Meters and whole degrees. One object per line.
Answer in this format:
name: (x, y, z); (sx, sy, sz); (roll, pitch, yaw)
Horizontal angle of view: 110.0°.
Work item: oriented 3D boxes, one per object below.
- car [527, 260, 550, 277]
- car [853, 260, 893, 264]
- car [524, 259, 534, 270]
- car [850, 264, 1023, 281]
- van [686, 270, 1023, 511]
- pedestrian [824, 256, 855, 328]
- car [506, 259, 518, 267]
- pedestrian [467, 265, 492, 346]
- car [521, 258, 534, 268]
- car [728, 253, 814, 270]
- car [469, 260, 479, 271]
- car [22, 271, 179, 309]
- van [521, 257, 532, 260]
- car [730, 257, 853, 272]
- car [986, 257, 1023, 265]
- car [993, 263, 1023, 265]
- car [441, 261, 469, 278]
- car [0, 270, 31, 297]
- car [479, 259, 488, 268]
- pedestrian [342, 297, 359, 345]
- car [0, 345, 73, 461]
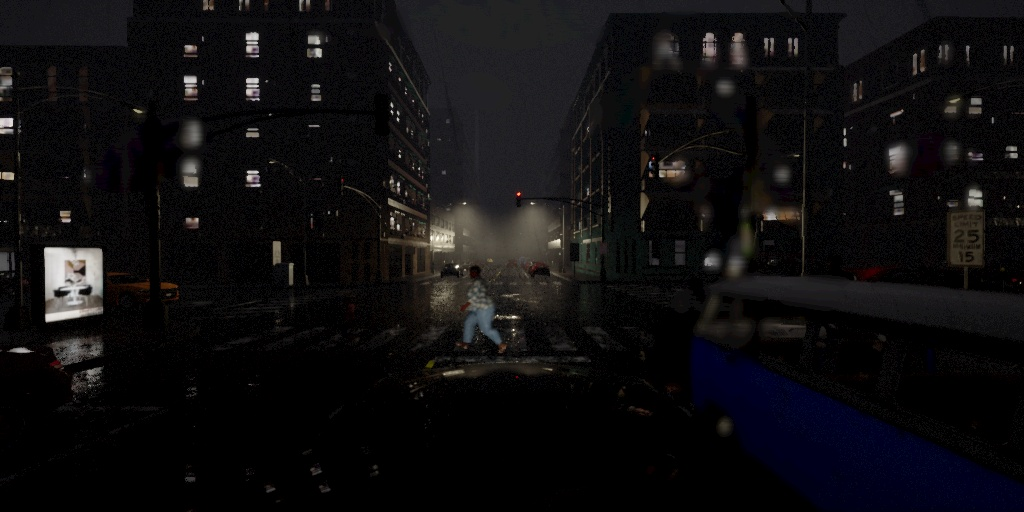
car: (2.694, 1.333, 34.600); (1.802, 1.307, 4.207); (0, 0, 0)
car: (21.346, 0.930, 21.797); (4.507, 1.381, 1.888); (0, 0, 0)
car: (2.695, 1.319, 40.123); (1.948, 1.339, 4.313); (0, 0, 0)
car: (15.795, 1.097, 13.377); (4.313, 1.339, 1.948); (0, 0, 0)
van: (2.689, 1.091, 2.206); (1.690, 1.789, 3.998); (0, 0, 0)
pedestrian: (6.043, 0.890, 6.731); (0.375, 1.860, 0.375); (0, 0, 0)
car: (0.009, 1.291, 64.056); (1.812, 1.442, 4.674); (0, 0, 0)
pedestrian: (-0.660, 1.043, 7.366); (0.375, 1.860, 0.375); (0, 0, 0)
car: (2.697, 1.303, 51.170); (1.888, 1.381, 4.507); (0, 0, 0)
car: (15.775, 0.780, 21.758); (5.009, 1.841, 2.192); (0, 0, 0)
car: (-5.685, 1.321, 45.661); (1.948, 1.339, 4.313); (0, 0, 0)
car: (-17.621, 1.473, 15.724); (5.008, 1.535, 1.882); (-1, 0, -2)
van: (2.698, 1.102, 56.693); (1.690, 1.789, 3.998); (0, 0, 0)
car: (14.801, 1.004, 19.157); (4.892, 1.490, 1.837); (-1, 0, 0)
car: (25.314, 0.826, 19.228); (5.008, 1.535, 1.882); (-1, 0, 0)
car: (21.365, 1.032, 13.416); (4.207, 1.307, 1.802); (0, 0, 0)
car: (-5.687, 1.317, 34.613); (1.948, 1.339, 4.313); (0, 0, 0)
car: (-30.258, 1.573, 21.565); (4.097, 1.591, 1.967); (0, 0, 0)
car: (-5.682, 1.310, 62.231); (1.888, 1.381, 4.507); (0, 0, 0)
pedestrian: (-3.603, 1.043, 7.965); (0.375, 1.860, 0.375); (0, 0, 0)
car: (-5.693, 1.332, 2.208); (1.802, 1.307, 4.207); (0, 0, 0)
